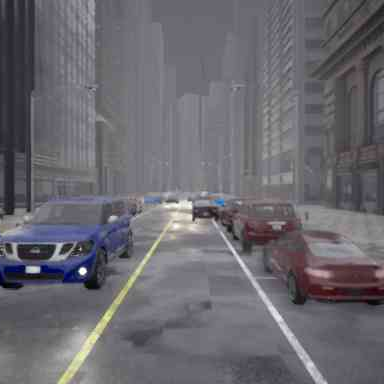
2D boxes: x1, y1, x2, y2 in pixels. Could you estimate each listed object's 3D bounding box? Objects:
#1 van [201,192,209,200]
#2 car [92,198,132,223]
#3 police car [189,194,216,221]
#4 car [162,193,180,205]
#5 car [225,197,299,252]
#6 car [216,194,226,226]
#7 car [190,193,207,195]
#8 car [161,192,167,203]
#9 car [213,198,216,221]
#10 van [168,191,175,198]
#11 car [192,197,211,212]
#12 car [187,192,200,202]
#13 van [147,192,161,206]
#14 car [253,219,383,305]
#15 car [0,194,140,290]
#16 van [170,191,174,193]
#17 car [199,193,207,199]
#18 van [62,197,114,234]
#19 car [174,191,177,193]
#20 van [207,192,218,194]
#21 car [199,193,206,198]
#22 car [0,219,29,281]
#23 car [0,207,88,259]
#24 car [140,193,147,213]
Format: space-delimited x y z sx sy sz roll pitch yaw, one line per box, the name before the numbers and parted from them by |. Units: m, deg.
van | 2.848 0.824 74.972 1.690 1.788 3.998 0 0 0
car | -5.734 1.267 24.490 1.967 1.590 4.097 0 0 0
police car | 0.928 1.247 25.166 1.930 1.638 5.238 0 0 0
car | -3.013 1.242 51.358 1.895 1.301 4.718 0 0 0
car | 2.778 1.220 13.273 2.192 1.841 5.009 0 0 0
car | 2.785 1.180 18.882 2.192 1.841 5.009 0 0 0
car | 0.946 1.238 41.056 1.812 1.442 4.674 0 0 0
car | -5.703 0.949 52.536 2.192 1.841 5.009 0 0 0
car | 2.791 1.350 24.663 1.752 1.417 4.829 0 0 0
van | -5.658 0.711 91.802 1.690 1.788 3.998 0 0 0
car | 0.940 1.279 35.056 1.812 1.442 4.674 0 0 0
car | 0.069 1.126 60.722 2.033 1.411 5.357 0 0 0
van | -5.709 1.013 46.927 1.690 1.788 3.998 0 0 0
car | 2.772 1.526 7.666 1.802 1.307 4.206 0 0 0
car | -3.096 1.154 9.291 2.150 2.045 5.566 0 0 1
van | -5.677 0.824 74.974 1.690 1.788 3.998 0 0 0
car | 2.860 0.973 86.192 1.947 1.339 4.313 0 0 0
van | -5.741 1.207 18.880 1.690 1.788 3.998 0 0 0
car | -5.665 0.848 86.193 1.967 1.590 4.097 0 0 0
van | 2.803 1.090 35.710 1.690 1.788 3.998 0 0 0
car | 2.867 0.894 91.971 1.752 1.417 4.829 0 0 0
car | -5.753 1.526 7.663 1.802 1.307 4.206 0 0 0
car | -5.747 1.431 13.102 1.752 1.417 4.829 0 0 0
car | -5.728 1.103 30.098 2.192 1.841 5.009 0 0 0
